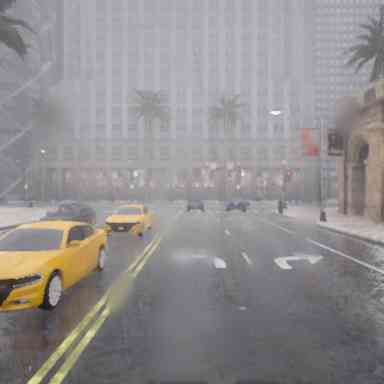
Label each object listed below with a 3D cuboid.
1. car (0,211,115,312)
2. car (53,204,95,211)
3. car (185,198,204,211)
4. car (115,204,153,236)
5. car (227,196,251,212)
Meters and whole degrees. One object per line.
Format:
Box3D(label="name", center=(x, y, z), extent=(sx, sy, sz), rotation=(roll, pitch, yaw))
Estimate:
Box3D(label="car", center=(-3.491, 1.463, 7.993), extent=(1.882, 1.535, 5.008), rotation=(0, 0, 1))
Box3D(label="car", center=(-6.819, 1.458, 18.740), extent=(2.128, 1.511, 4.902), rotation=(0, 0, 1))
Box3D(label="car", center=(0.268, 1.421, 38.742), extent=(2.128, 1.511, 4.902), rotation=(0, 0, -4))
Box3D(label="car", center=(-3.320, 1.444, 18.217), extent=(1.882, 1.535, 5.008), rotation=(0, 0, 1))
Box3D(label="car", center=(5.457, 1.280, 38.168), extent=(2.097, 1.767, 4.553), rotation=(0, 0, 18))
